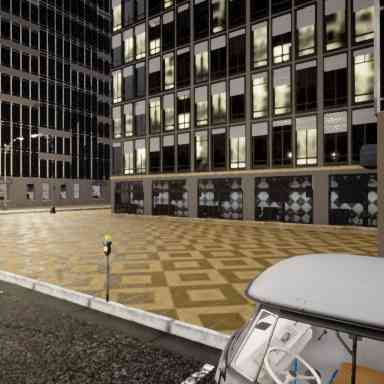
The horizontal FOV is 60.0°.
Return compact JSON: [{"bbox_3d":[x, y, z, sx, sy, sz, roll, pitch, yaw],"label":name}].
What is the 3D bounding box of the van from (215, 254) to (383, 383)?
[{"bbox_3d":[1.933,1.341,1.500,3.998,1.788,1.690,0,0,35],"label":"van"}]
